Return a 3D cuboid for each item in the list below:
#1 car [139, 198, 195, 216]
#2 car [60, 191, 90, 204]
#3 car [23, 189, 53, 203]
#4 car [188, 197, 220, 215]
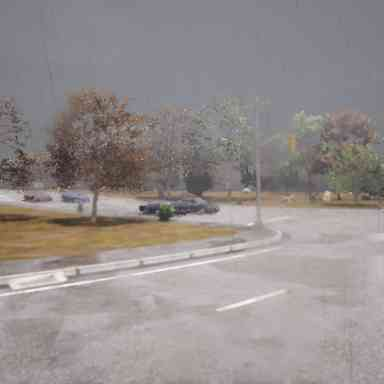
[{"bbox_3d":[-2.404,1.434,28.896,4.718,1.301,1.895,1,2,39],"label":"car"},{"bbox_3d":[-15.480,0.664,44.043,5.008,1.535,1.882,3,3,39],"label":"car"},{"bbox_3d":[-20.012,0.466,43.226,4.553,1.767,2.097,3,3,39],"label":"car"},{"bbox_3d":[0.371,1.286,31.149,4.892,1.490,1.837,1,2,39],"label":"car"}]
